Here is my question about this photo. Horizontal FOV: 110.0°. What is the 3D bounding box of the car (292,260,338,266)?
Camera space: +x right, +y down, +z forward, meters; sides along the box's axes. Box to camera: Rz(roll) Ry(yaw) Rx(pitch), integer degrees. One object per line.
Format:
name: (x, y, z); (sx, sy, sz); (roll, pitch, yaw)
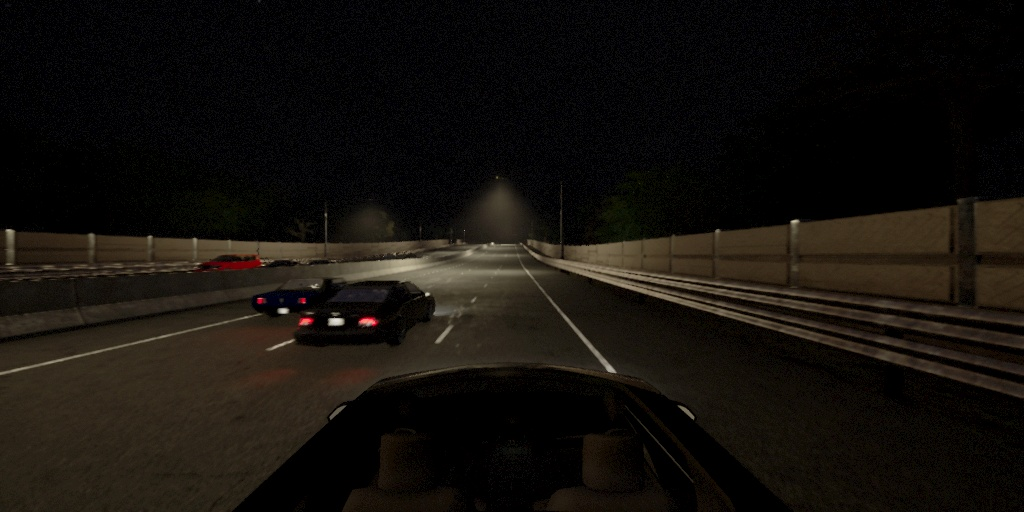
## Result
car: (-17.567, 1.139, 32.967); (1.837, 1.490, 4.892); (0, 0, 0)

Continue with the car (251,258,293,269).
car: (-21.065, 1.139, 33.003); (1.837, 1.490, 4.892); (0, 0, 0)

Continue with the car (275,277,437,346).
car: (-3.399, 1.323, 9.433); (2.033, 1.411, 5.357); (0, 0, 0)

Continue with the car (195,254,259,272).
car: (-24.567, 0.871, 31.442); (2.150, 2.045, 5.566); (0, 0, 0)

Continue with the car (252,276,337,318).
car: (-6.897, 1.375, 13.043); (1.895, 1.301, 4.718); (0, 0, 0)
